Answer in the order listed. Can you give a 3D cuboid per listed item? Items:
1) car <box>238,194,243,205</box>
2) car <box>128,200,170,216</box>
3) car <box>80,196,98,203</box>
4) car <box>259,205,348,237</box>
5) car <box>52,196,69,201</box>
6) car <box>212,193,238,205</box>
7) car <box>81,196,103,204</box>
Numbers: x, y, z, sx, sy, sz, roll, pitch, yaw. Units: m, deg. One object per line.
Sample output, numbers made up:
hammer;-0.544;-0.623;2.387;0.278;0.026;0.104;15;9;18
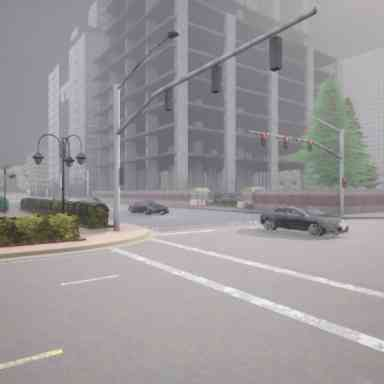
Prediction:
car;7.382;1.110;55.179;1.905;1.878;3.866;0;0;-36
car;-4.245;1.490;31.852;2.033;1.411;5.357;0;0;-36
car;-20.676;1.543;66.696;1.895;1.301;4.718;0;0;-36
car;5.863;1.477;17.946;2.128;1.511;4.902;0;0;-36
car;-22.745;1.438;57.462;2.128;1.511;4.902;0;0;-36
car;4.993;1.110;53.464;1.905;1.878;3.866;0;0;-36
car;-13.371;1.449;44.416;1.837;1.490;4.892;0;0;-36
